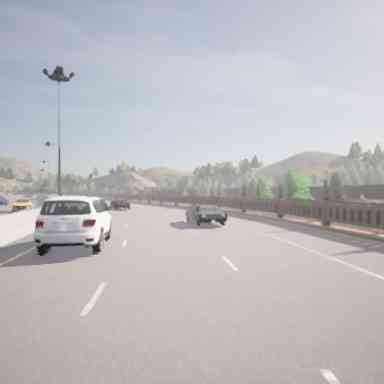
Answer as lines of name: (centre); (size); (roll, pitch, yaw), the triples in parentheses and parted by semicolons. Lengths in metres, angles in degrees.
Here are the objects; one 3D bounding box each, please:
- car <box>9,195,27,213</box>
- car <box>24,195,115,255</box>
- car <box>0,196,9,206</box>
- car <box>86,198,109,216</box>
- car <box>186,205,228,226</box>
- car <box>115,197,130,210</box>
car: (-18.619, 1.406, 36.681); (1.882, 1.535, 5.008); (0, 0, -23)
car: (-4.554, 1.187, 13.424); (2.150, 2.045, 5.566); (0, 0, -8)
car: (-29.137, 1.391, 50.912); (1.882, 1.535, 5.008); (0, 0, -25)
car: (-9.288, 1.415, 32.450); (1.837, 1.490, 4.892); (0, 0, -19)
car: (0.840, 1.510, 22.618); (1.895, 1.301, 4.718); (0, 0, -12)
car: (-8.890, 1.367, 40.955); (2.128, 1.511, 4.902); (0, 0, -23)
